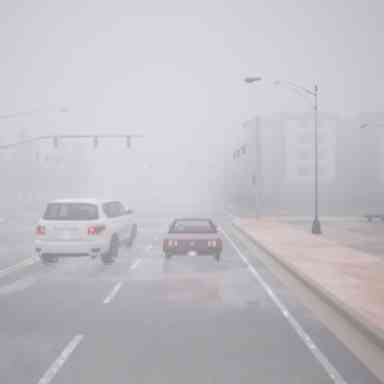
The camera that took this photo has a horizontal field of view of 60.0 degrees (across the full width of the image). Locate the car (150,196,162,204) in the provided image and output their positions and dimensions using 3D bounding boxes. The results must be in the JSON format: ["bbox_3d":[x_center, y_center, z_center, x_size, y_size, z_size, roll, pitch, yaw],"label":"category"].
[{"bbox_3d":[-7.008,1.454,64.645,1.882,1.535,5.008,0,0,0],"label":"car"}]

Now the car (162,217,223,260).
[{"bbox_3d":[0.037,1.596,12.404,1.895,1.301,4.718,0,0,1],"label":"car"}]

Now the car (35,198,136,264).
[{"bbox_3d":[-3.469,1.219,11.885,2.150,2.045,5.566,0,0,1],"label":"car"}]
